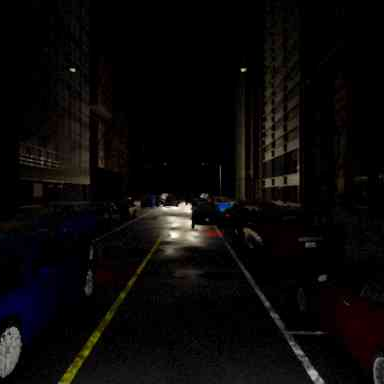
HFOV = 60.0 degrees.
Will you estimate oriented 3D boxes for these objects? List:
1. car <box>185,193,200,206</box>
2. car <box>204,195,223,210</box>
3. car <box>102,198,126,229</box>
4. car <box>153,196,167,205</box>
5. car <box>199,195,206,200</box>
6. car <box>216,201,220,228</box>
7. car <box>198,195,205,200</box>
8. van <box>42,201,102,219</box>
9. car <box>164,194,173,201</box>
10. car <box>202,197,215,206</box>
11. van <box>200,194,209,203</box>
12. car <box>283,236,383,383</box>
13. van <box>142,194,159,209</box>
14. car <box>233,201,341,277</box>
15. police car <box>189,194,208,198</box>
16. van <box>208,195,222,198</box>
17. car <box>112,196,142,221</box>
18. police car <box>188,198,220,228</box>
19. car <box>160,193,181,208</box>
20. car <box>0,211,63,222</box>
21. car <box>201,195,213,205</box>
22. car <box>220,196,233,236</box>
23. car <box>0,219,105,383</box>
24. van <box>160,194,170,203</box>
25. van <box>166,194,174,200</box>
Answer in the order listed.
[{"bbox_3d":[-0.023,1.196,55.810,2.150,2.045,5.566,0,0,0],"label":"car"},{"bbox_3d":[2.745,1.294,43.777,2.192,1.841,5.009,0,0,0],"label":"car"},{"bbox_3d":[-5.771,1.428,21.325,1.967,1.590,4.097,0,0,0],"label":"car"},{"bbox_3d":[-5.788,1.524,60.591,2.008,1.369,4.403,0,0,0],"label":"car"},{"bbox_3d":[2.725,1.493,88.820,1.752,1.417,4.829,0,0,0],"label":"car"},{"bbox_3d":[2.754,1.514,21.511,1.752,1.417,4.829,0,0,0],"label":"car"},{"bbox_3d":[2.722,1.493,94.429,1.752,1.417,4.829,0,0,0],"label":"car"},{"bbox_3d":[-5.768,1.331,15.715,1.690,1.788,3.998,0,0,0],"label":"van"},{"bbox_3d":[-5.798,1.408,83.030,1.967,1.590,4.097,0,0,0],"label":"car"},{"bbox_3d":[2.740,1.520,54.995,1.887,1.381,4.507,0,0,0],"label":"car"},{"bbox_3d":[2.732,1.312,71.822,1.690,1.788,3.998,0,0,0],"label":"van"},{"bbox_3d":[2.761,1.579,4.513,1.802,1.307,4.206,0,0,0],"label":"car"},{"bbox_3d":[-5.781,1.319,43.763,1.690,1.788,3.998,0,0,0],"label":"van"},{"bbox_3d":[2.759,1.309,10.122,2.192,1.841,5.009,0,0,0],"label":"car"},{"bbox_3d":[0.884,1.406,38.011,1.930,1.638,5.238,0,0,0],"label":"police car"},{"bbox_3d":[2.749,1.324,32.558,1.690,1.788,3.998,0,0,0],"label":"van"},{"bbox_3d":[-5.773,1.300,26.934,2.192,1.841,5.009,0,0,0],"label":"car"},{"bbox_3d":[0.891,1.414,22.011,1.930,1.638,5.238,0,0,0],"label":"police car"},{"bbox_3d":[-3.098,1.328,48.634,2.097,1.767,4.553,0,0,0],"label":"car"},{"bbox_3d":[-5.766,1.519,9.936,1.752,1.417,4.829,0,0,0],"label":"car"},{"bbox_3d":[2.737,1.414,60.604,1.967,1.590,4.097,0,0,0],"label":"car"},{"bbox_3d":[2.757,1.306,15.731,2.192,1.841,5.009,0,0,0],"label":"car"},{"bbox_3d":[-3.103,1.474,5.575,1.882,1.535,5.008,0,0,0],"label":"car"},{"bbox_3d":[-5.793,1.311,71.810,1.690,1.788,3.998,0,0,0],"label":"van"},{"bbox_3d":[-5.800,1.308,88.639,1.690,1.788,3.998,0,0,0],"label":"van"}]
